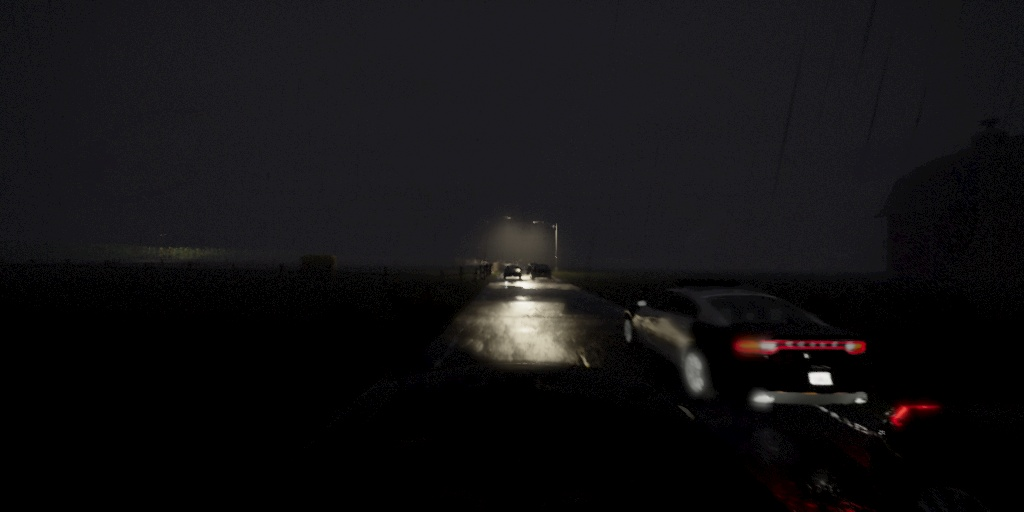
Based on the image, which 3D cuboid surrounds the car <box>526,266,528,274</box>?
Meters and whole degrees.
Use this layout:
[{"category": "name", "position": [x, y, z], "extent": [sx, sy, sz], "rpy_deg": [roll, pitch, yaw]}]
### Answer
[{"category": "car", "position": [2.839, 1.653, 47.721], "extent": [1.837, 1.490, 4.892], "rpy_deg": [0, 0, 0]}]

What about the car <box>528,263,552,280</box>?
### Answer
[{"category": "car", "position": [2.884, 1.525, 35.594], "extent": [1.882, 1.535, 5.008], "rpy_deg": [0, 0, 1]}]

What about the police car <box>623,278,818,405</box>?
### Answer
[{"category": "police car", "position": [3.575, 1.235, 6.741], "extent": [1.930, 1.638, 5.238], "rpy_deg": [0, 0, 0]}]

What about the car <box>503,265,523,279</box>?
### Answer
[{"category": "car", "position": [0.060, 1.596, 37.359], "extent": [2.033, 1.411, 5.357], "rpy_deg": [0, 0, 0]}]

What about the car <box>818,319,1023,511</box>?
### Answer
[{"category": "car", "position": [3.562, 1.262, 0.630], "extent": [1.837, 1.490, 4.892], "rpy_deg": [0, 0, 0]}]
